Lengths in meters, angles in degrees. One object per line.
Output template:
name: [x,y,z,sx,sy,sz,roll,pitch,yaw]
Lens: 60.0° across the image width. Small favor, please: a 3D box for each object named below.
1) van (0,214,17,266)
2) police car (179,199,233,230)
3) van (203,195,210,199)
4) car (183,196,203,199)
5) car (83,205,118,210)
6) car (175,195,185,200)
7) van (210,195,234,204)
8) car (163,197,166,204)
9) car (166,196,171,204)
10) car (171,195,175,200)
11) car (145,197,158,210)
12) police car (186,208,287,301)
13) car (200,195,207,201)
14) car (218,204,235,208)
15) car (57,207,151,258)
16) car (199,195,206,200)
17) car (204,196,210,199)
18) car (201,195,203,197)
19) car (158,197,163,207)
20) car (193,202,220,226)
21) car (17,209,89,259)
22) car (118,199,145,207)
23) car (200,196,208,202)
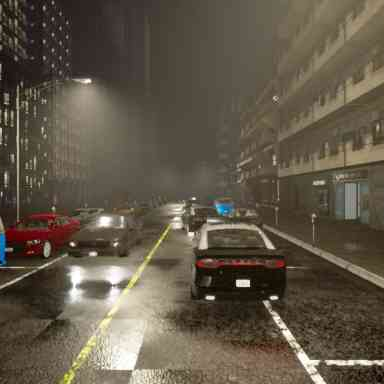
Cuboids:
van: [-5.679,1.341,7.044,1.690,1.788,3.998,0,0,0]
police car: [0.503,1.427,18.415,1.930,1.638,5.238,0,0,-8]
van: [2.789,1.364,45.684,1.690,1.788,3.998,0,0,0]
car: [0.134,1.622,44.428,1.895,1.301,4.718,0,0,1]
car: [-5.654,1.568,18.090,1.947,1.339,4.313,0,0,0]
car: [-2.790,1.585,93.195,2.128,1.511,4.902,0,0,0]
van: [2.751,1.349,29.117,1.690,1.788,3.998,0,0,0]
car: [-5.579,1.468,51.228,1.967,1.590,4.097,0,0,0]
car: [-5.554,1.606,62.273,1.947,1.339,4.313,0,0,0]
car: [-5.479,1.664,95.411,1.947,1.339,4.313,0,0,0]
car: [-5.604,1.568,40.181,2.008,1.369,4.403,0,0,0]
police car: [0.918,1.425,8.514,1.930,1.638,5.238,0,0,0]
car: [2.876,1.602,84.515,1.752,1.417,4.829,0,0,0]
car: [2.727,1.553,18.071,2.008,1.369,4.403,0,0,0]
car: [-3.074,1.548,12.999,2.033,1.411,5.357,0,0,0]
car: [2.901,1.643,95.391,1.887,1.381,4.507,0,0,0]
car: [2.777,1.562,40.162,1.887,1.381,4.507,0,0,0]
car: [2.852,1.622,73.299,1.947,1.339,4.313,0,0,0]
car: [-5.591,1.573,45.704,2.008,1.369,4.403,0,0,0]
car: [0.954,1.531,24.405,1.812,1.442,4.674,0,0,0]
car: [-5.666,1.545,12.567,1.887,1.381,4.507,0,0,0]
car: [-5.629,1.448,29.137,1.967,1.590,4.097,0,0,0]
car: [2.865,1.591,78.991,1.752,1.417,4.829,0,0,0]
